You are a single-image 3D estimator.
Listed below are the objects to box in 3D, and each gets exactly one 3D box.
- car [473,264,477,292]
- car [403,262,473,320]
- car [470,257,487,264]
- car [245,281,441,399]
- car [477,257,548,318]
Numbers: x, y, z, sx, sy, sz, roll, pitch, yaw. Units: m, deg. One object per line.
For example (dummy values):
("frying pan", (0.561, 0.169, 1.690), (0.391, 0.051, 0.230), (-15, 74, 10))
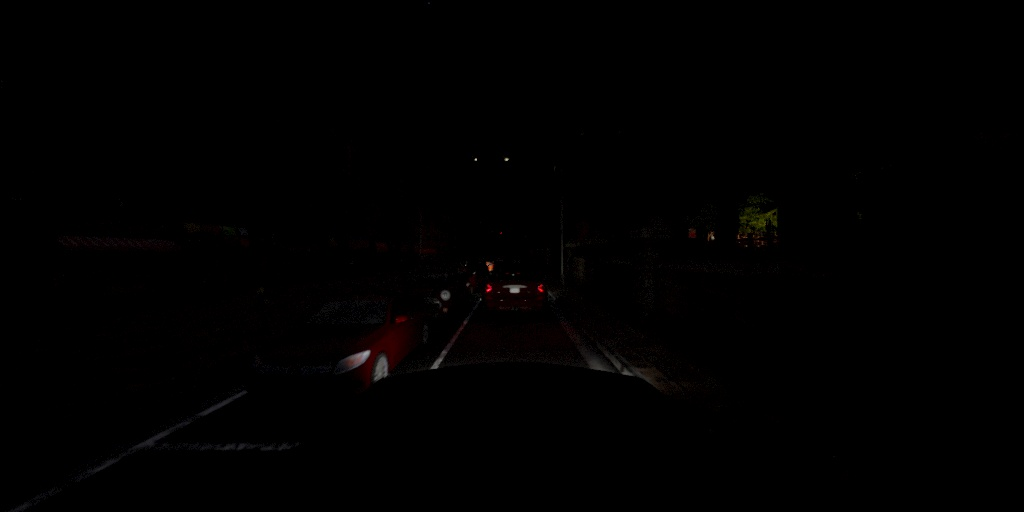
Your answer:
("car", (-2.640, 1.258, 17.774), (1.802, 1.307, 4.207), (0, 0, 0))
("car", (-2.639, 1.142, 12.099), (1.967, 1.591, 4.097), (0, 0, 0))
("car", (-3.025, 1.116, 31.819), (1.837, 1.490, 4.892), (0, 0, 0))
("car", (-2.639, 1.310, 6.423), (1.802, 1.307, 4.207), (0, 0, 0))
("car", (0.088, 1.050, 12.936), (2.097, 1.767, 4.553), (0, 0, 0))
